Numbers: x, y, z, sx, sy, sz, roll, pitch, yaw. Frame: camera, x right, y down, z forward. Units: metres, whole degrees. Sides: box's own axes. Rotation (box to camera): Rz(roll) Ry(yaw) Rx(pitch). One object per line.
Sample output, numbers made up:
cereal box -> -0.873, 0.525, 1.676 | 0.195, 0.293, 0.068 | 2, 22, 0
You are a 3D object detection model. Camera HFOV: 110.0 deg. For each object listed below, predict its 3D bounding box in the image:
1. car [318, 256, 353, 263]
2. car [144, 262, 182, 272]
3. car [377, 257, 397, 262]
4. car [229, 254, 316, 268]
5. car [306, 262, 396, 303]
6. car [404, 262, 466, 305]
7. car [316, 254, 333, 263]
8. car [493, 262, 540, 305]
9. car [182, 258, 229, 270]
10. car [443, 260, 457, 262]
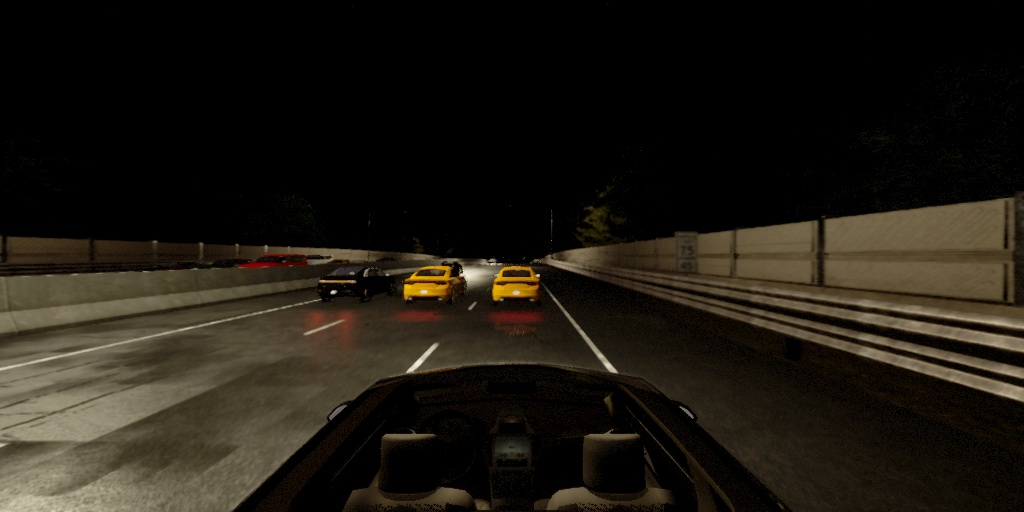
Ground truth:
car -> -20.257, 1.081, 42.272 | 1.882, 1.535, 5.008 | 0, 0, 2
car -> -24.145, 1.152, 25.974 | 1.994, 1.385, 4.181 | 0, 0, 1
car -> -16.606, 0.974, 47.346 | 2.097, 1.767, 4.553 | 0, 0, 2
car -> -17.141, 0.855, 26.149 | 2.150, 2.045, 5.566 | 0, 0, 1
car -> -6.774, 1.196, 16.153 | 2.128, 1.511, 4.902 | 0, 0, 1
car -> -3.275, 1.205, 16.076 | 1.882, 1.535, 5.008 | 0, 0, 1
car -> -23.710, 0.800, 43.655 | 2.150, 2.045, 5.566 | 0, 0, 2
car -> 0.224, 1.228, 16.000 | 1.882, 1.535, 5.008 | 0, 0, 1
car -> -20.642, 0.963, 26.091 | 2.097, 1.767, 4.553 | 0, 0, 1
car -> -6.307, 1.190, 37.365 | 2.128, 1.511, 4.902 | 0, 0, 1
